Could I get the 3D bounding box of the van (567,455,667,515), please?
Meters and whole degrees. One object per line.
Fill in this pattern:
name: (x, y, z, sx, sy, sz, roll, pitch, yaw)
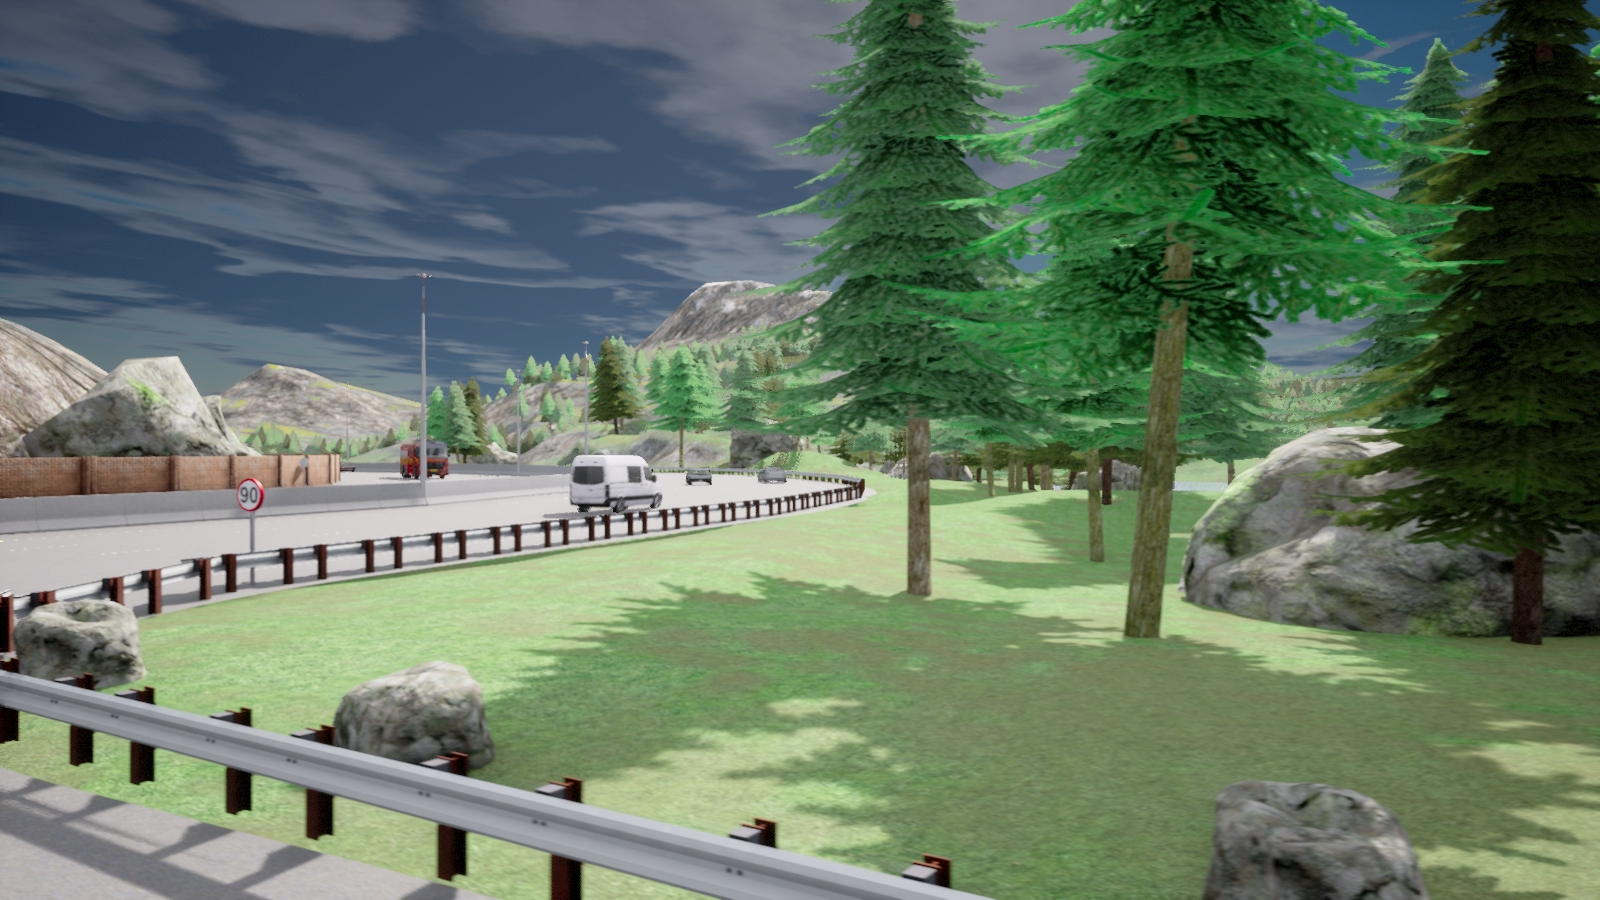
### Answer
van: (-8.330, 1.536, 52.664, 1.988, 2.561, 5.915, 0, 0, 19)
